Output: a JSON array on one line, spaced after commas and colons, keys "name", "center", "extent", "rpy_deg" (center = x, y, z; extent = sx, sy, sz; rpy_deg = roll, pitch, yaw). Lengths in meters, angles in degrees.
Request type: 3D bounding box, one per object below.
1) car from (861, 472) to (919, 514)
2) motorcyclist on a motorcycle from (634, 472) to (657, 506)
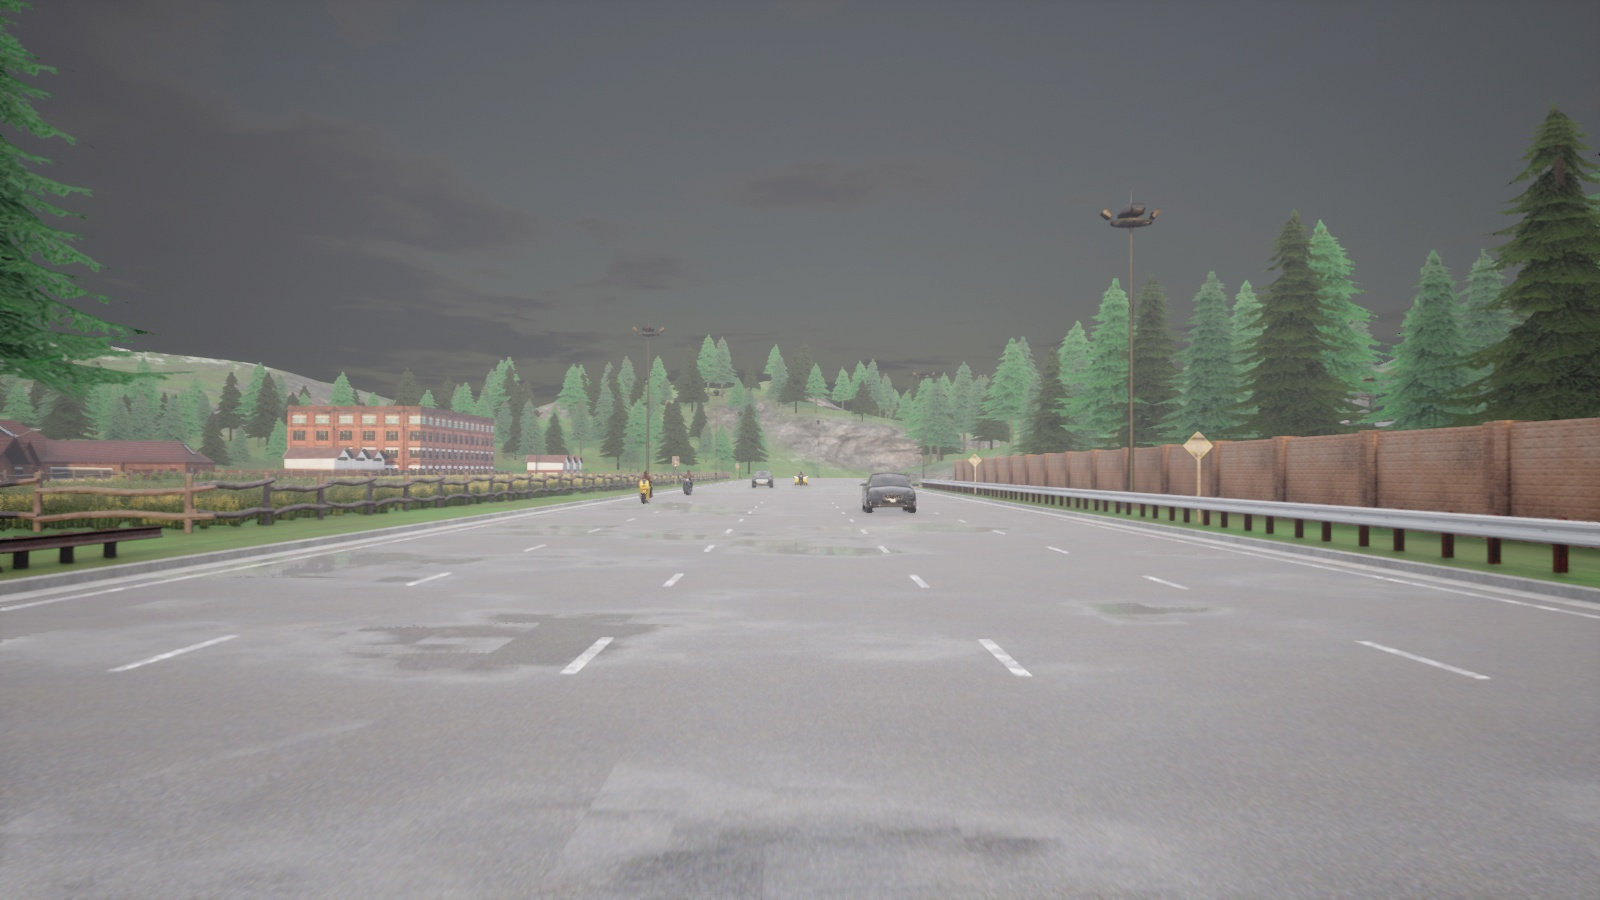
[{"name": "car", "center": [3.384, 1.607, 47.860], "extent": [1.837, 1.490, 4.892], "rpy_deg": [0, -1, 0]}, {"name": "motorcyclist on a motorcycle", "center": [-7.119, 1.794, 57.963], "extent": [0.797, 1.523, 2.044], "rpy_deg": [0, 0, 0]}]
